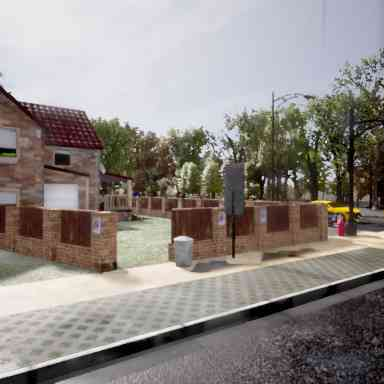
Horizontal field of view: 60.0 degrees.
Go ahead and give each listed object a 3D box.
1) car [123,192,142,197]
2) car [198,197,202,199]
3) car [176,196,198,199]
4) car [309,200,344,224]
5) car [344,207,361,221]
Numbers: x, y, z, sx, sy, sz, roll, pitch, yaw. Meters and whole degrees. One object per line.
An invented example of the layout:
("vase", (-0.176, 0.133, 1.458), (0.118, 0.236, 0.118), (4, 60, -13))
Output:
("car", (-12.422, 0.967, 68.856), (2.150, 2.045, 5.566), (0, 0, -35))
("car", (-0.134, 1.321, 51.597), (1.882, 1.535, 5.008), (0, 0, -35))
("car", (-1.933, 1.409, 42.588), (2.033, 1.411, 5.357), (0, 0, -35))
("car", (7.784, 1.469, 23.319), (1.812, 1.442, 4.674), (0, 0, -35))
("car", (10.274, 1.423, 25.427), (1.882, 1.535, 5.008), (0, 0, -35))
